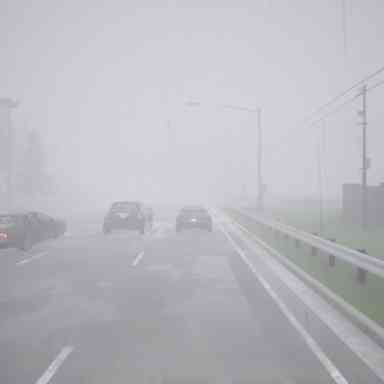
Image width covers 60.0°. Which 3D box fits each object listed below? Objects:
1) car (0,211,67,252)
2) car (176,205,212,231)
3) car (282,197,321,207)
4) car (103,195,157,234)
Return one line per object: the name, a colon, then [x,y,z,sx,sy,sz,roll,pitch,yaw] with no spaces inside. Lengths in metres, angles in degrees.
car: [-6.902,1.462,13.515,2.033,1.411,5.357,0,0,0]
car: [0.098,1.441,19.461,1.994,1.385,4.181,0,0,0]
car: [14.272,1.325,43.508,4.718,1.301,1.895,0,0,33]
car: [-3.402,1.234,18.565,2.097,1.767,4.553,0,0,0]
